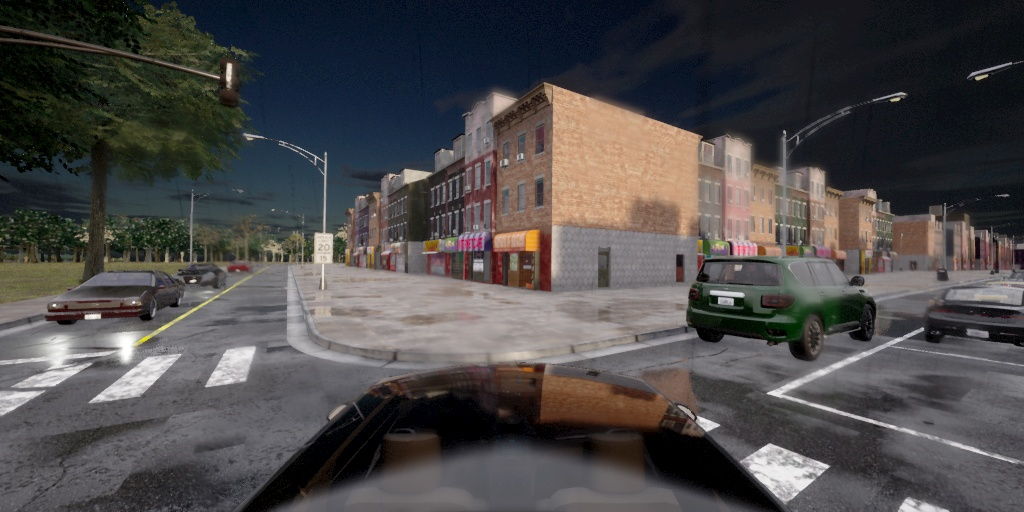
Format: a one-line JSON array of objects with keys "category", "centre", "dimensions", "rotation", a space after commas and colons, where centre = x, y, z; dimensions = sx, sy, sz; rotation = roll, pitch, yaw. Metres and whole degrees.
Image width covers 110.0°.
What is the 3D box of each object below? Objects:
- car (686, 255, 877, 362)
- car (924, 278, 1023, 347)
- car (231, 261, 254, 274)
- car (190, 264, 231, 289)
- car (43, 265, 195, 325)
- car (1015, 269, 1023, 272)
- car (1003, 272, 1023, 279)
[{"category": "car", "centre": [6.510, 1.017, 8.551], "dimensions": [5.566, 2.045, 2.150], "rotation": [1, -1, -32]}, {"category": "car", "centre": [11.313, 1.365, 8.464], "dimensions": [4.403, 1.370, 2.007], "rotation": [0, 0, -32]}, {"category": "car", "centre": [-28.354, 1.195, 37.512], "dimensions": [1.895, 1.301, 4.718], "rotation": [1, -1, -31]}, {"category": "car", "centre": [-17.886, 1.146, 20.642], "dimensions": [1.994, 1.385, 4.181], "rotation": [1, -1, -31]}, {"category": "car", "centre": [-12.167, 1.157, 11.470], "dimensions": [2.033, 1.411, 5.357], "rotation": [1, 0, -32]}, {"category": "car", "centre": [25.690, 1.417, 17.577], "dimensions": [4.097, 1.591, 1.967], "rotation": [0, 0, -32]}, {"category": "car", "centre": [16.249, 1.392, 11.593], "dimensions": [4.829, 1.417, 1.751], "rotation": [0, 0, -32]}]
